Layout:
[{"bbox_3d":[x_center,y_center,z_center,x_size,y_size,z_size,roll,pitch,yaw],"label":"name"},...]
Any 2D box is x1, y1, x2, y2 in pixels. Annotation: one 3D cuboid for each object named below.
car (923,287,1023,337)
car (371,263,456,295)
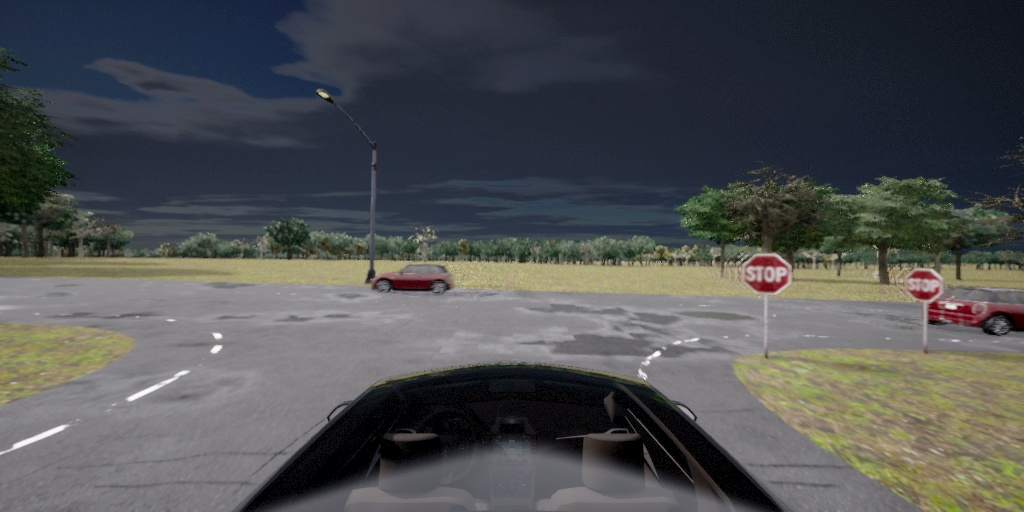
[{"bbox_3d":[18.688,1.998,13.533,4.553,1.767,2.097,2,0,0],"label":"car"},{"bbox_3d":[-5.615,1.237,20.652,4.553,1.767,2.097,1,0,0],"label":"car"}]
